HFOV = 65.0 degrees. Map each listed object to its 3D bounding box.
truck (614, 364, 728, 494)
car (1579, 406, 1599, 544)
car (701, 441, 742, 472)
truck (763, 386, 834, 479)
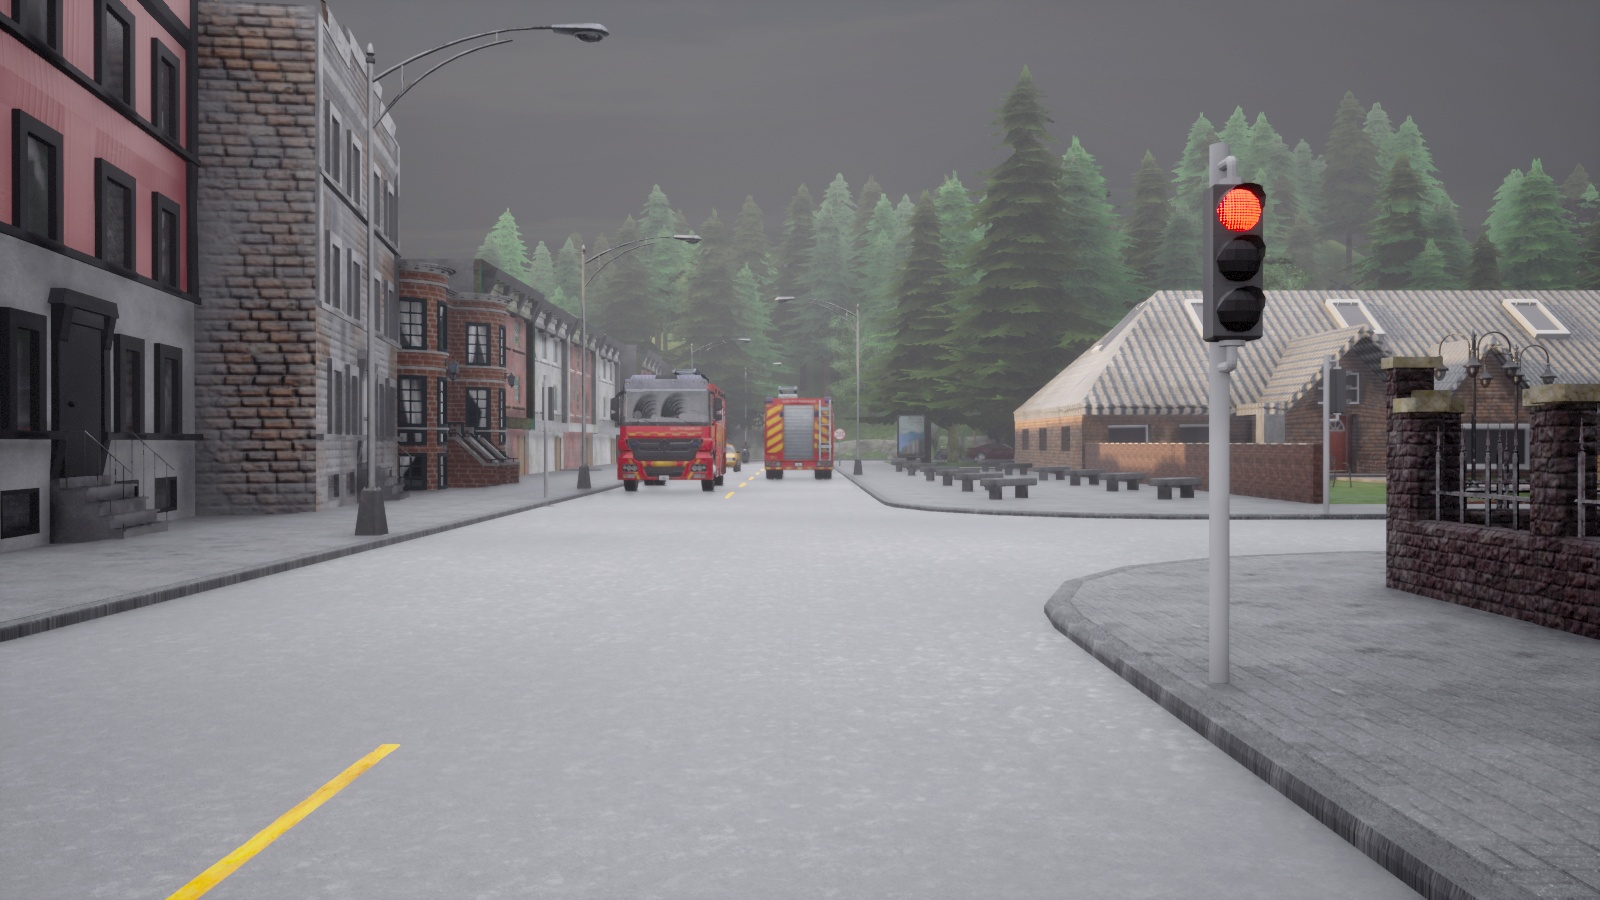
[{"bbox_3d":[-4.048,-0.654,41.252,2.891,3.827,8.468,0,0,0],"label":"truck"},{"bbox_3d":[14.694,0.375,18.153,5.566,2.045,2.150,0,0,-1],"label":"car"},{"bbox_3d":[-4.044,0.314,65.208,1.801,1.575,5.366,0,0,0],"label":"car"},{"bbox_3d":[-0.050,-0.732,55.610,2.891,3.827,8.468,0,0,0],"label":"truck"}]
